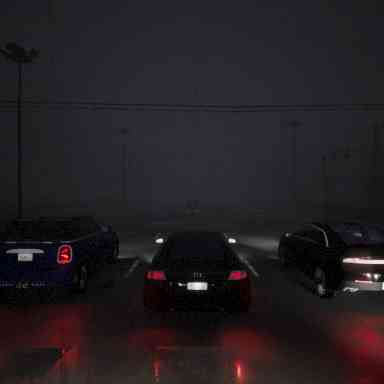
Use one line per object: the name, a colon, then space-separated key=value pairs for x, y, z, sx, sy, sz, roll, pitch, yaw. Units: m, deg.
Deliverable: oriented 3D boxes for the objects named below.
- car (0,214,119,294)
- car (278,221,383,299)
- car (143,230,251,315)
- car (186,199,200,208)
car: x=-3.406 y=1.352 z=8.929 sx=2.097 sy=1.767 sz=4.553 roll=0 pitch=0 yaw=0
car: x=3.595 y=1.492 z=8.447 sx=2.128 sy=1.511 sz=4.902 roll=0 pitch=0 yaw=0
car: x=0.092 y=1.564 z=7.636 sx=1.994 sy=1.385 sz=4.181 roll=0 pitch=0 yaw=0
car: x=0.078 y=1.601 z=46.410 sx=1.895 sy=1.301 sz=4.718 roll=0 pitch=0 yaw=0
